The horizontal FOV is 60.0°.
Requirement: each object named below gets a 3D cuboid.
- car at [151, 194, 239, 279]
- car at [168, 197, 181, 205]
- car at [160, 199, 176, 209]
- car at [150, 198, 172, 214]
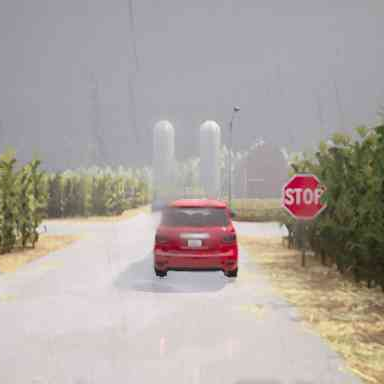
[{"bbox_3d":[0.184,1.231,10.295,2.150,2.045,5.566,0,1,3],"label":"car"},{"bbox_3d":[-3.231,1.621,62.250,2.033,1.411,5.357,0,0,0],"label":"car"},{"bbox_3d":[-3.266,1.656,46.107,1.895,1.301,4.718,0,0,0],"label":"car"},{"bbox_3d":[-3.254,1.485,36.059,1.882,1.535,5.008,0,0,0],"label":"car"}]
